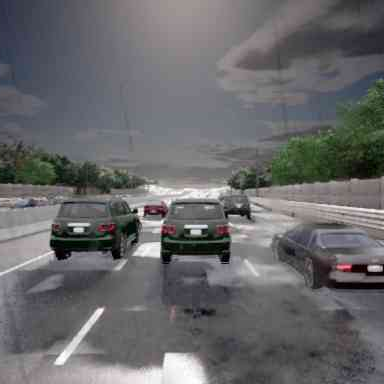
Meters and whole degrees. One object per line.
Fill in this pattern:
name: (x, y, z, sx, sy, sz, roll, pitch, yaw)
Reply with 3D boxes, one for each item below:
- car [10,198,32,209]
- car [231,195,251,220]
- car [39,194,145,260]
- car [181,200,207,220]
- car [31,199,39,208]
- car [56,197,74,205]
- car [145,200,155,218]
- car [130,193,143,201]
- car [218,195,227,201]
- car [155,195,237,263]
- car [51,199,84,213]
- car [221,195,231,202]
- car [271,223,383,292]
car: (-20.897, 1.546, 41.913, 1.812, 1.442, 4.674, 0, 0, 1)
car: (3.692, 1.238, 28.782, 2.150, 2.045, 5.566, 0, 0, 0)
car: (-3.380, 1.227, 12.633, 2.150, 2.045, 5.566, 0, 0, 0)
car: (0.196, 1.508, 29.383, 2.128, 1.511, 4.902, 0, 0, 0)
car: (-17.406, 1.585, 40.780, 1.994, 1.385, 4.181, 0, 0, 1)
car: (-23.475, 1.603, 61.615, 1.994, 1.385, 4.181, 0, 0, -2)
car: (-3.294, 1.494, 30.918, 1.882, 1.535, 5.008, 0, 0, 0)
car: (-13.334, 1.127, 80.110, 2.097, 1.767, 4.553, 0, 0, 1)
car: (7.757, 1.509, 85.253, 2.033, 1.411, 5.357, 0, 0, 1)
car: (0.119, 1.227, 12.105, 2.150, 2.045, 5.566, 0, 0, 0)
car: (-13.937, 1.526, 37.600, 1.837, 1.490, 4.892, 0, -1, 1)
car: (7.490, 1.401, 74.567, 1.882, 1.535, 5.008, 0, 0, 2)
car: (3.617, 1.552, 9.055, 2.033, 1.411, 5.357, 0, 0, 0)
